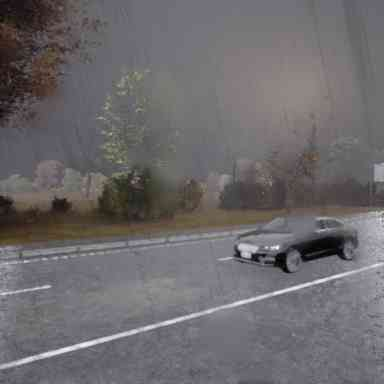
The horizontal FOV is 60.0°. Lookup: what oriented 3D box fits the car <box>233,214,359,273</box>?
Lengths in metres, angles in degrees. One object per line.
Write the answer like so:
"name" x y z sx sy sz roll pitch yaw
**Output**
"car" 3.480 1.489 10.743 4.902 1.511 2.128 0 0 -36
